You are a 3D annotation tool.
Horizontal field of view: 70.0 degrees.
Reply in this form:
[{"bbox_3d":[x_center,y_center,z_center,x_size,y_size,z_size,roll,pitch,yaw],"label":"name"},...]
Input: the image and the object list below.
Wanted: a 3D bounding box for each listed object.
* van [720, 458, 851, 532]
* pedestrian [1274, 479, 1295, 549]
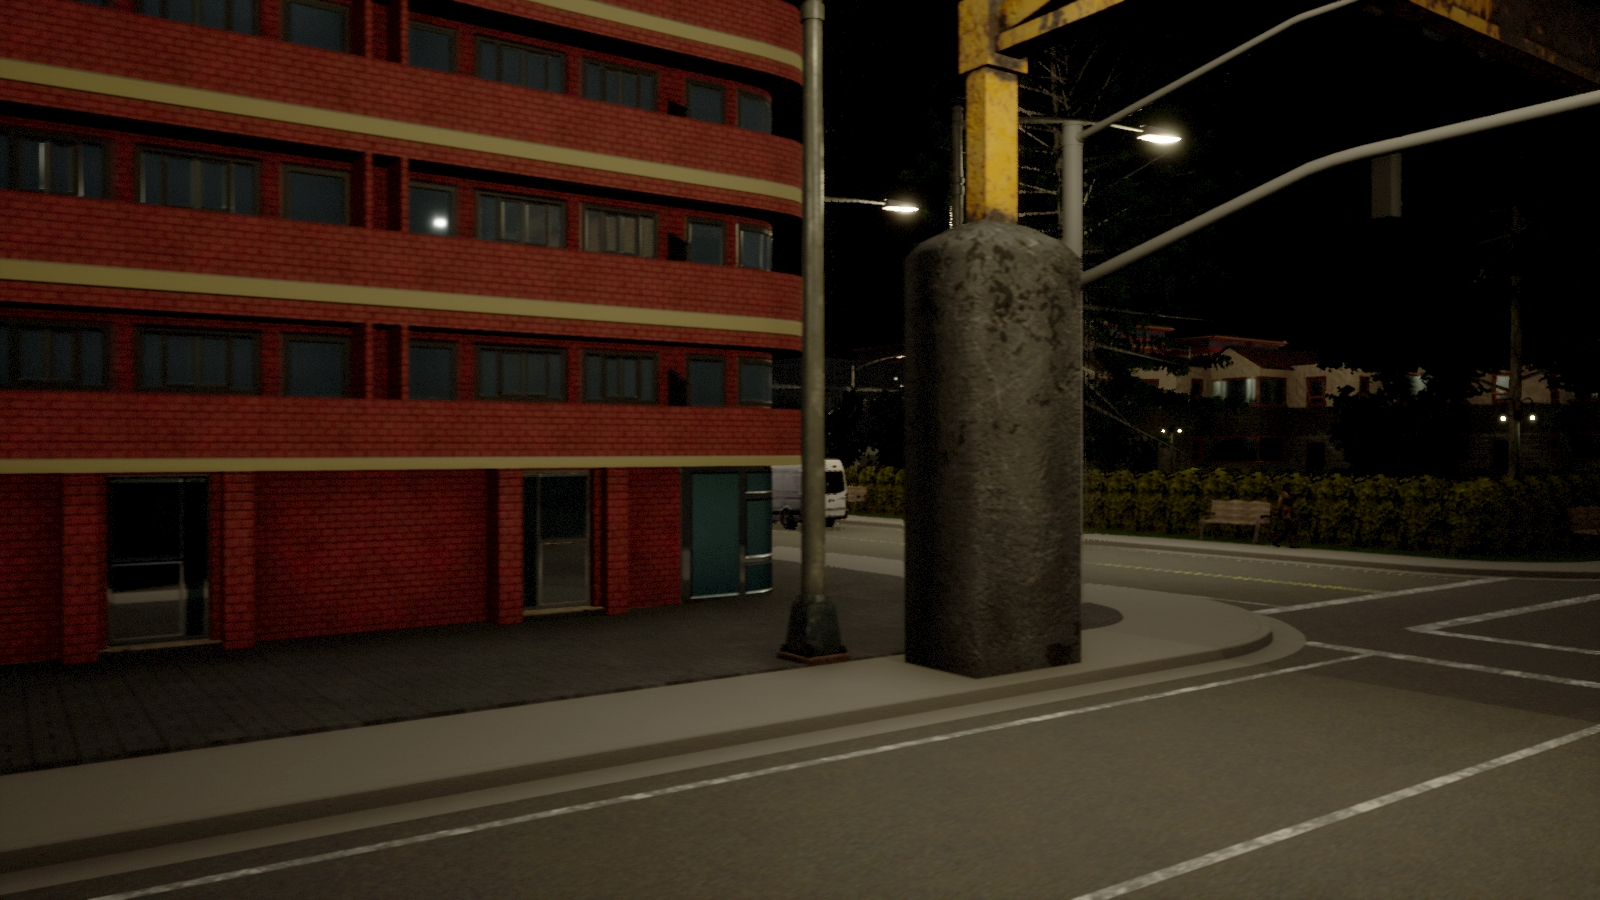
[{"bbox_3d":[-0.650,1.602,43.114,1.988,2.561,5.915,0,0,-35],"label":"van"},{"bbox_3d":[13.087,1.721,30.878,0.375,1.860,0.375,0,0,-33],"label":"pedestrian"}]
